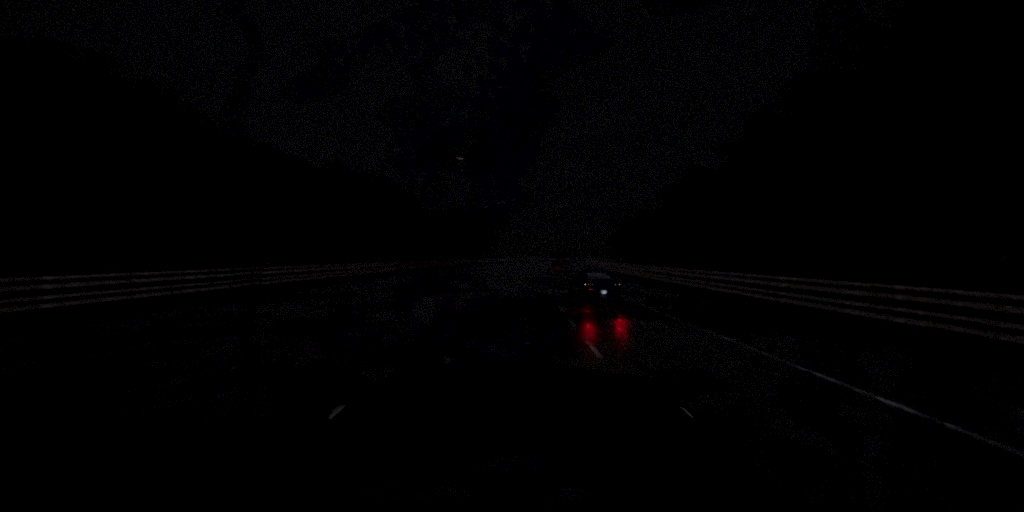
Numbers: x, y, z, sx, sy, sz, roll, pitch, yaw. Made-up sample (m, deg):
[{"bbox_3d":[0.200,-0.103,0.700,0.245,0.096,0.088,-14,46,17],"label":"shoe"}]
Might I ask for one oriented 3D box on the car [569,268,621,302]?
[{"bbox_3d":[3.862,1.306,17.090,1.812,1.442,4.674,0,0,2],"label":"car"}]
